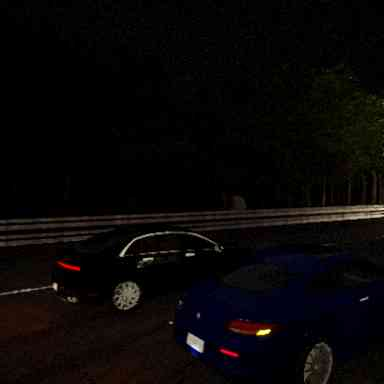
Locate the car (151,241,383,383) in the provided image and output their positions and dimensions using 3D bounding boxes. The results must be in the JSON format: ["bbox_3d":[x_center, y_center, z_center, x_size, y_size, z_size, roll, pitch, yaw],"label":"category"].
[{"bbox_3d":[1.911,1.546,5.104,4.674,1.442,1.812,0,0,-35],"label":"car"}]

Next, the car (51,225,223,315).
[{"bbox_3d":[-0.582,1.523,7.622,4.892,1.490,1.837,0,0,-35],"label":"car"}]
